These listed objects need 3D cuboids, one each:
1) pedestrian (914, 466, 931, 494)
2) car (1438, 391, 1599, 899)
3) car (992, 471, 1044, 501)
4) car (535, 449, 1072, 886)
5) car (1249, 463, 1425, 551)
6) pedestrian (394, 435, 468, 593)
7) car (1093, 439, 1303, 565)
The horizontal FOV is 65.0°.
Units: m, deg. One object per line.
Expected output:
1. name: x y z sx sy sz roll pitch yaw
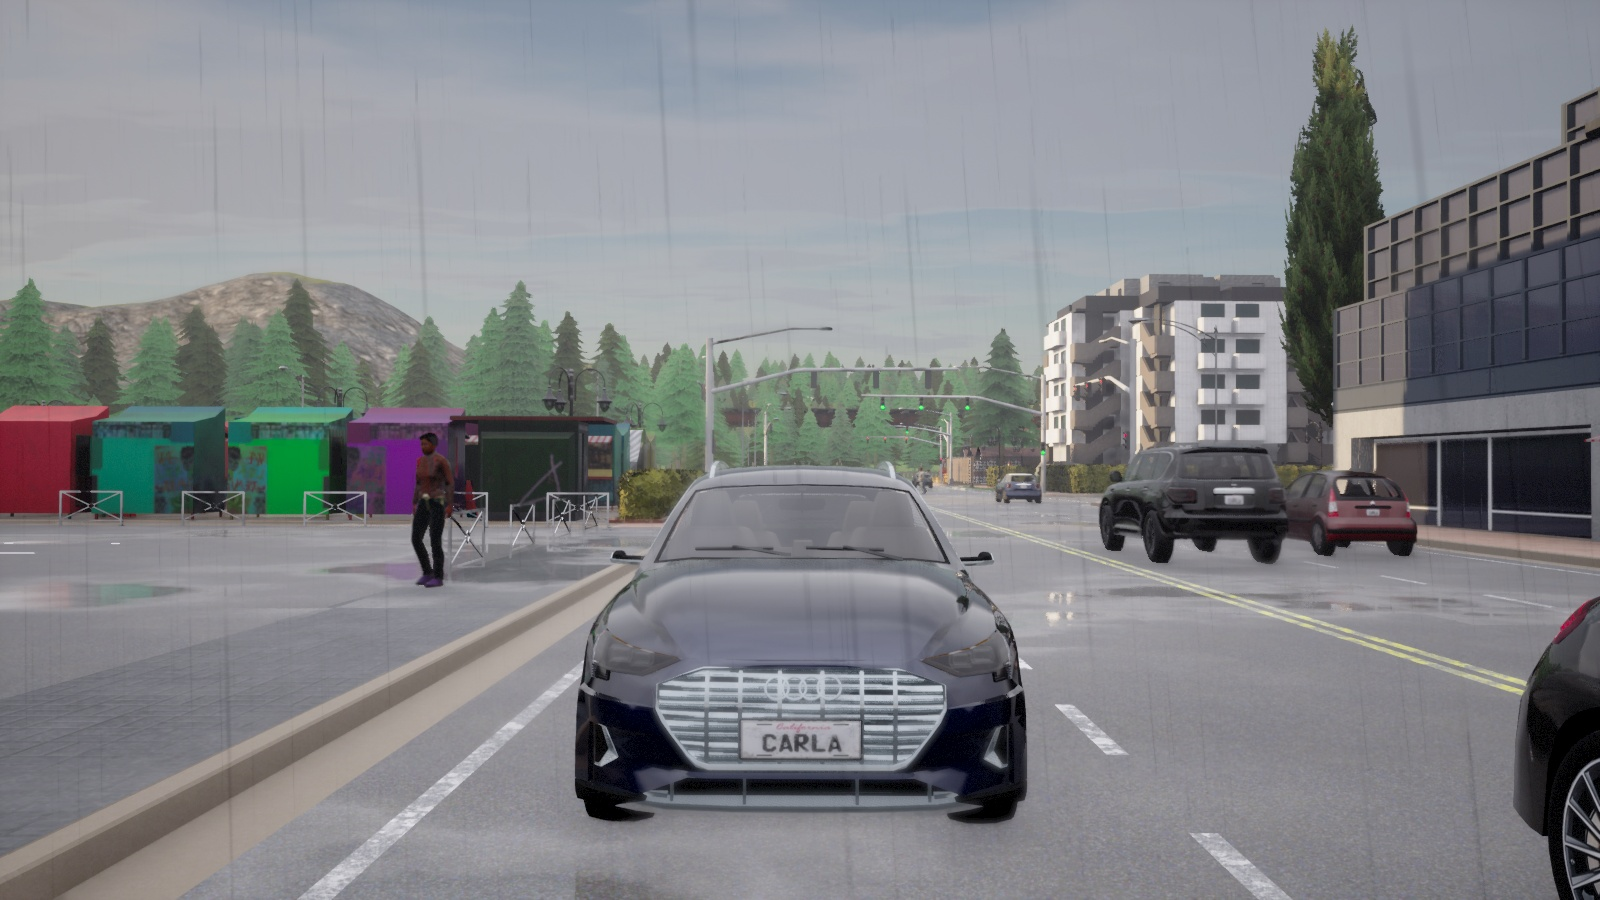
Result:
1. pedestrian: 8.034 1.953 82.486 0.900 1.855 0.874 0 -1 -8
2. car: 3.494 0.617 2.241 2.152 1.651 5.027 0 -1 0
3. car: 10.975 1.798 63.392 1.970 1.475 3.806 0 -1 0
4. car: 0.019 0.865 7.197 2.033 1.649 4.856 0 -1 0
5. car: 10.665 1.094 25.281 1.851 1.617 3.988 0 -1 0
6. pedestrian: -4.360 0.739 14.856 0.328 1.805 0.869 -1 -1 27
7. car: 7.149 0.895 23.309 2.150 2.045 5.566 0 -1 0
